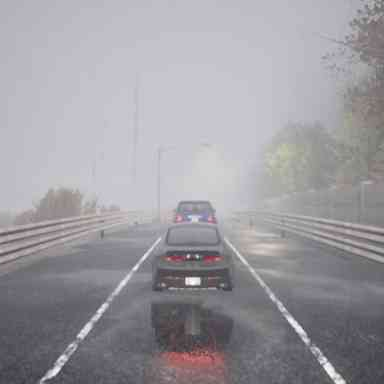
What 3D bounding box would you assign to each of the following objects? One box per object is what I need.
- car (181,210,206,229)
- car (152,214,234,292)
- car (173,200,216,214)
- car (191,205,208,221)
[{"bbox_3d":[0.145,2.179,27.289,1.812,1.442,4.674,0,-3,1],"label":"car"},{"bbox_3d":[0.023,1.570,9.086,1.837,1.490,4.892,0,-1,0],"label":"car"},{"bbox_3d":[0.138,1.484,17.767,2.150,2.045,5.566,0,-3,0],"label":"car"},{"bbox_3d":[1.011,3.037,46.908,2.150,2.045,5.566,0,-5,-1],"label":"car"}]
